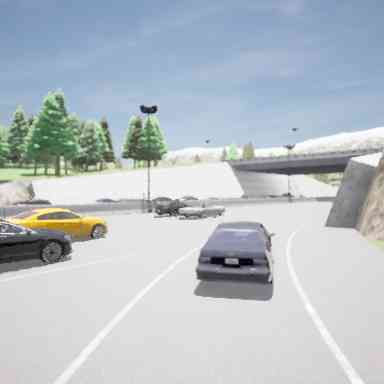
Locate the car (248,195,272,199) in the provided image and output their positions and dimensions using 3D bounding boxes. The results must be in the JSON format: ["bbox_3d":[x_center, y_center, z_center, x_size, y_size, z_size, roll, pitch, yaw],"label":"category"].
[{"bbox_3d":[14.187,1.682,68.853,1.895,1.301,4.718,0,0,39],"label":"car"}]

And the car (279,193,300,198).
[{"bbox_3d":[23.666,1.462,80.740,2.097,1.767,4.553,0,0,39],"label":"car"}]

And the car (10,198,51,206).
[{"bbox_3d":[-21.103,1.528,43.543,4.902,1.511,2.128,0,0,-41],"label":"car"}]

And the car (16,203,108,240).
[{"bbox_3d":[-6.173,1.491,15.088,1.882,1.535,5.008,0,0,39],"label":"car"}]

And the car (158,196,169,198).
[{"bbox_3d":[-5.743,1.570,60.797,1.837,1.490,4.892,0,0,39],"label":"car"}]

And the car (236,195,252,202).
[{"bbox_3d":[13.298,1.605,84.580,1.837,1.490,4.892,0,0,39],"label":"car"}]

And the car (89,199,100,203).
[{"bbox_3d":[-12.500,1.571,46.760,1.812,1.442,4.674,0,0,39],"label":"car"}]

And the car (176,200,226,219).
[{"bbox_3d":[1.041,1.635,29.748,1.895,1.301,4.718,0,0,39],"label":"car"}]

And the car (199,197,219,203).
[{"bbox_3d":[3.673,1.680,72.509,1.895,1.301,4.718,0,0,39],"label":"car"}]

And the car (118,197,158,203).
[{"bbox_3d":[-6.880,1.608,42.585,1.994,1.385,4.181,0,0,39],"label":"car"}]

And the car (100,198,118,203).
[{"bbox_3d":[-9.379,1.537,45.063,2.128,1.511,4.902,0,0,39],"label":"car"}]

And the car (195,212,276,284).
[{"bbox_3d":[1.417,1.560,9.698,2.033,1.411,5.357,0,0,13],"label":"car"}]

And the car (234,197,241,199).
[{"bbox_3d":[8.208,1.683,72.582,1.895,1.301,4.718,0,0,39],"label":"car"}]

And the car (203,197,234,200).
[{"bbox_3d":[4.623,1.561,56.975,2.128,1.511,4.902,0,0,39],"label":"car"}]

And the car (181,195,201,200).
[{"bbox_3d":[-1.103,1.421,60.999,2.097,1.767,4.553,0,0,39],"label":"car"}]

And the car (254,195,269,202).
[{"bbox_3d":[17.676,1.631,84.456,1.812,1.442,4.674,0,0,39],"label":"car"}]

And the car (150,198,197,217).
[{"bbox_3d":[-1.606,1.561,32.042,1.812,1.442,4.674,0,0,39],"label":"car"}]

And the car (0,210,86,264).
[{"bbox_3d":[-5.956,1.497,9.746,2.128,1.511,4.902,0,0,39],"label":"car"}]

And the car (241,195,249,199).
[{"bbox_3d":[12.501,1.615,72.351,2.128,1.511,4.902,0,0,39],"label":"car"}]

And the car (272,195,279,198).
[{"bbox_3d":[21.910,1.635,84.152,2.128,1.511,4.902,0,0,39],"label":"car"}]
